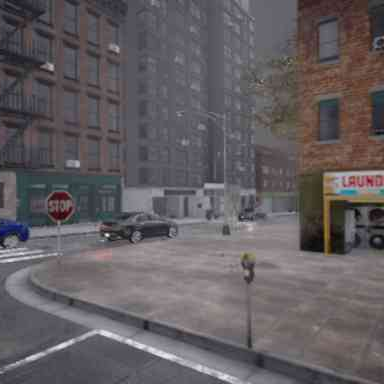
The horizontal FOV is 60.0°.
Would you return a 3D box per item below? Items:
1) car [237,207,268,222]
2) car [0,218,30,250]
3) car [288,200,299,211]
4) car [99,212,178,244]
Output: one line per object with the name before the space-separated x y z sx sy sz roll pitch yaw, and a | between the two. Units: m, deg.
car | 6.568 2.401 35.884 1.837 1.490 4.892 -1 -2 36
car | -9.364 1.692 13.686 1.882 1.535 5.008 -1 -2 36
car | 15.790 2.112 48.595 2.150 2.045 5.566 -1 -2 36
car | -2.669 1.857 17.867 1.837 1.490 4.892 -1 -2 35
